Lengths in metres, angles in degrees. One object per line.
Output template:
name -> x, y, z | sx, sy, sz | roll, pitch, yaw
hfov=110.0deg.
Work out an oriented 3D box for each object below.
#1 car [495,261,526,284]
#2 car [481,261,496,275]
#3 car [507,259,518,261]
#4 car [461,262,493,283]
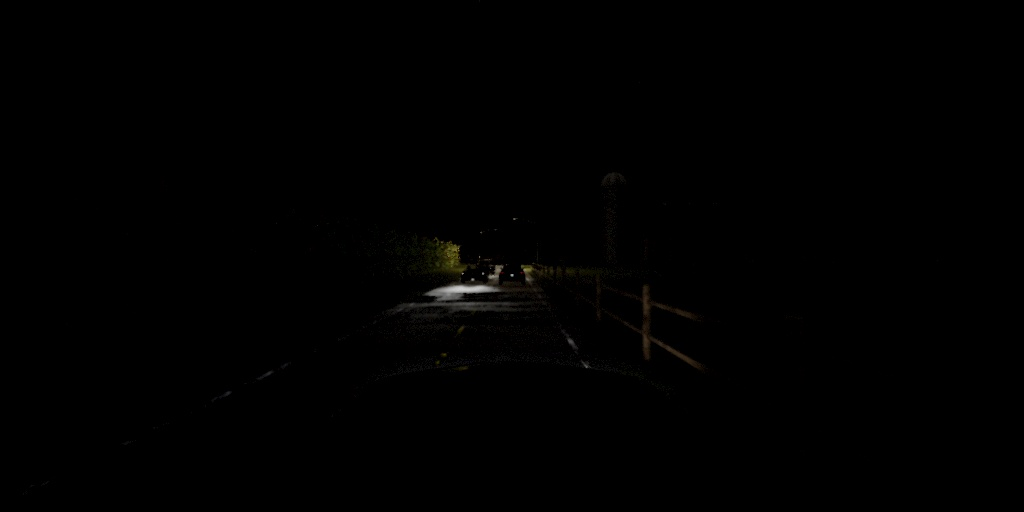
car -> 0.022, 1.318, 27.181 | 1.994, 1.385, 4.181 | 0, 0, 0
car -> -2.794, 1.270, 39.424 | 1.837, 1.490, 4.892 | 0, -1, 0
car -> 0.034, 1.119, 45.792 | 2.097, 1.767, 4.553 | 0, 0, 0
car -> -2.768, 1.355, 27.638 | 1.895, 1.301, 4.718 | 0, 0, 0
